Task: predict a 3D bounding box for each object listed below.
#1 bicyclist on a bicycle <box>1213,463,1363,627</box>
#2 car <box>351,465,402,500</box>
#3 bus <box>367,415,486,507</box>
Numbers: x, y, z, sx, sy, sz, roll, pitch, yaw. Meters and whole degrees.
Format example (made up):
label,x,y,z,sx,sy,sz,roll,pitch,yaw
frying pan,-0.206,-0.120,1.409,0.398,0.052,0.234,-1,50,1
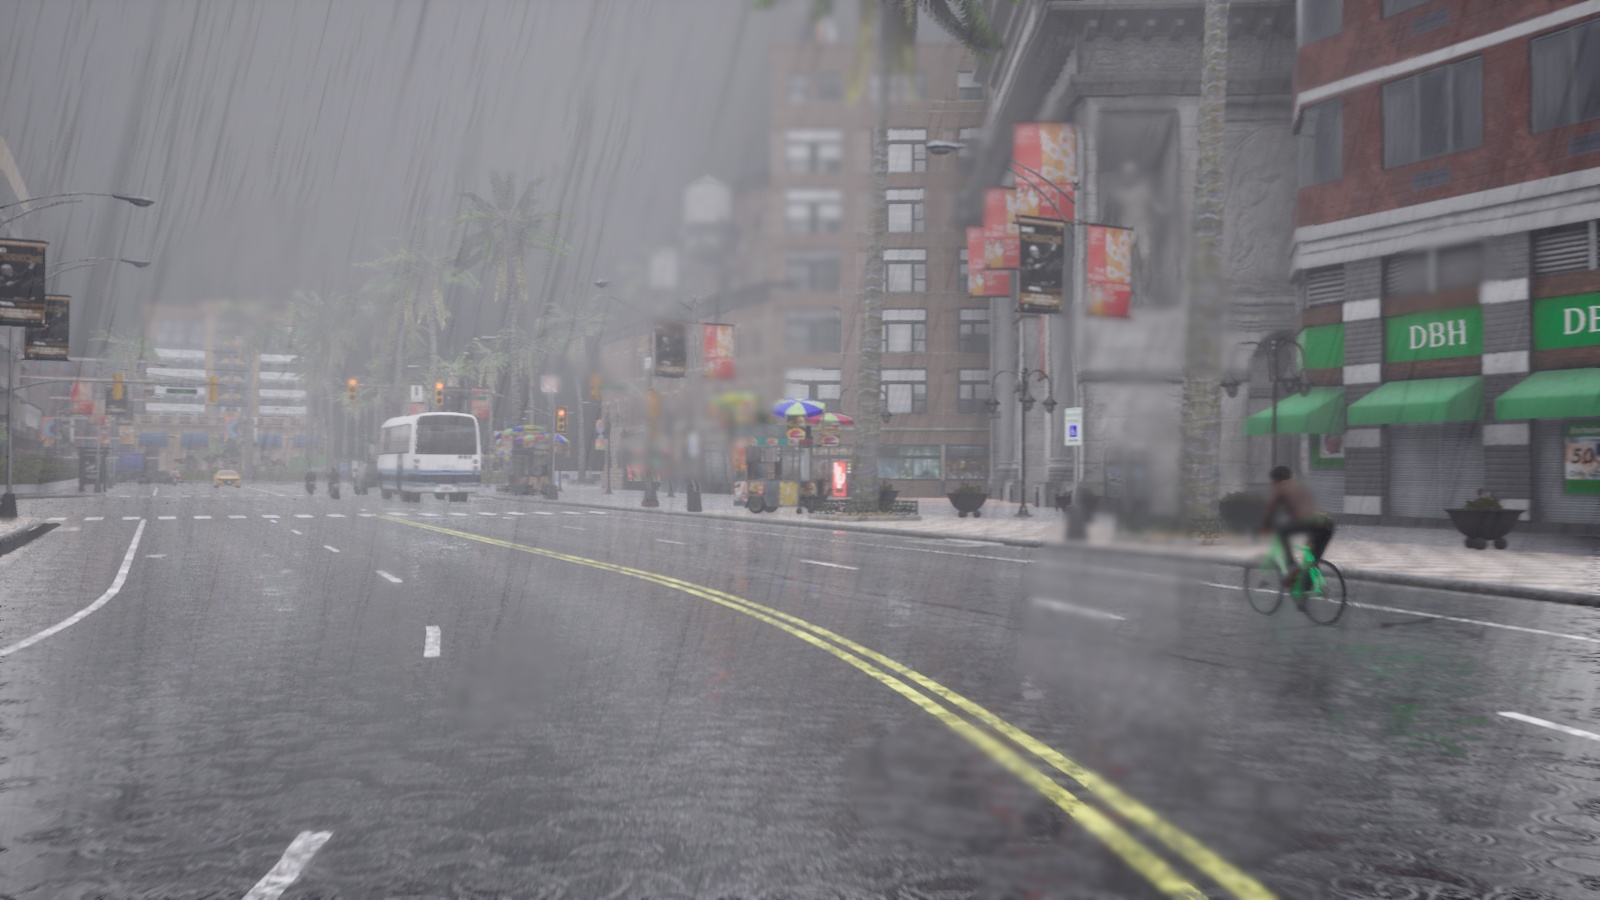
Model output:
label,x,y,z,sx,sy,sz,roll,pitch,yaw
bicyclist on a bicycle,5.144,0.966,13.350,0.582,1.620,1.656,0,-1,-15
car,-26.072,1.955,77.195,2.150,2.045,5.566,0,-1,-27
bus,-19.011,0.592,63.315,3.944,4.253,10.273,0,-1,-27
